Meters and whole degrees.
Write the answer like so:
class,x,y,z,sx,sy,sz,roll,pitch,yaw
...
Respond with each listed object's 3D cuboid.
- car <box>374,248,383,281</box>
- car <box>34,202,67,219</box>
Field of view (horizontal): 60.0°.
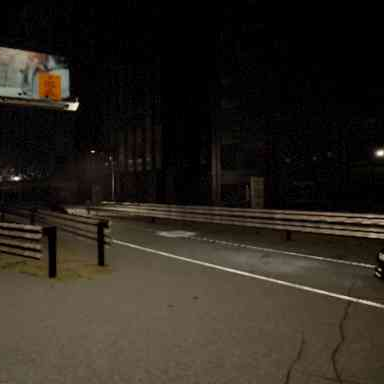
class,x,y,z,sx,sy,sz,roll,pitch,yaw
car,6.285,1.446,6.415,2.128,1.511,4.902,0,0,-42
car,-12.917,1.633,30.148,1.994,1.385,4.181,0,0,-40
